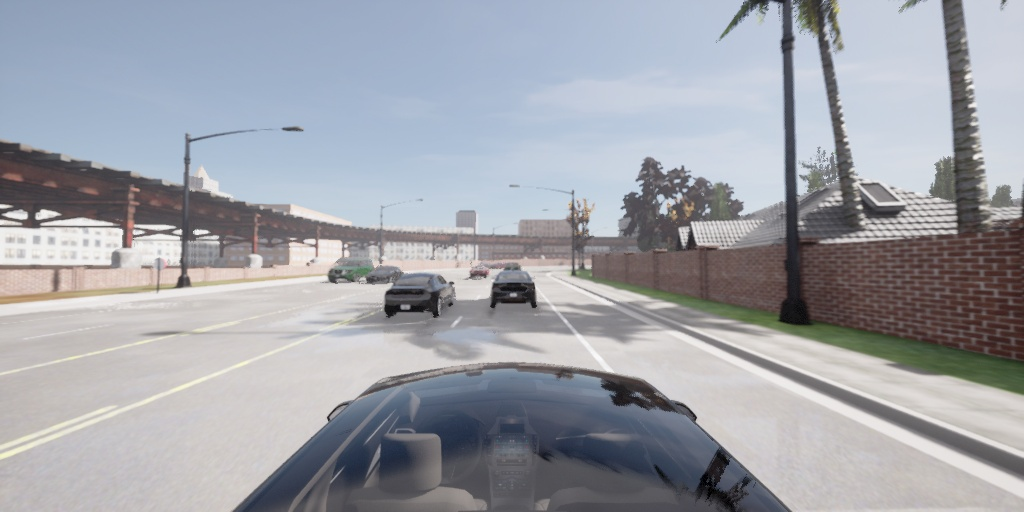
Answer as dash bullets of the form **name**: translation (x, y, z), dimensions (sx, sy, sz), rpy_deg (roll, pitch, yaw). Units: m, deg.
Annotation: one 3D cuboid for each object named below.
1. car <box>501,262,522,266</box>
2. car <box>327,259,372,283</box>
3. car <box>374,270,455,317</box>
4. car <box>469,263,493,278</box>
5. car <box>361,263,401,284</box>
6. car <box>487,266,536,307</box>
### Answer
- **car**: translation (0.191, 1.519, 43.969), dimensions (2.097, 1.767, 4.553), rpy_deg (0, 0, 3)
- **car**: translation (-14.154, 1.290, 31.906), dimensions (2.150, 2.045, 5.566), rpy_deg (0, -1, 0)
- **car**: translation (-3.434, 1.403, 13.975), dimensions (1.837, 1.490, 4.892), rpy_deg (0, 0, 0)
- **car**: translation (-3.475, 1.733, 39.146), dimensions (1.895, 1.301, 4.718), rpy_deg (0, -1, 0)
- **car**: translation (-10.644, 1.558, 30.408), dimensions (1.837, 1.490, 4.892), rpy_deg (0, -1, 0)
- **car**: translation (0.061, 1.396, 16.515), dimensions (1.882, 1.535, 5.008), rpy_deg (0, 0, 0)
